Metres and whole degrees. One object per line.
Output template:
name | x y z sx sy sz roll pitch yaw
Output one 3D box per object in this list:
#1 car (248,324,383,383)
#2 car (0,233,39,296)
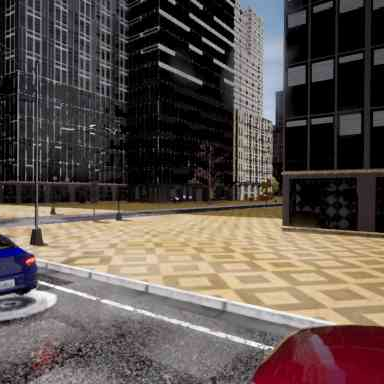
car | 2.351 1.564 2.000 4.181 1.385 1.994 0 0 35
car | -5.252 1.523 7.427 4.674 1.442 1.812 0 0 36
